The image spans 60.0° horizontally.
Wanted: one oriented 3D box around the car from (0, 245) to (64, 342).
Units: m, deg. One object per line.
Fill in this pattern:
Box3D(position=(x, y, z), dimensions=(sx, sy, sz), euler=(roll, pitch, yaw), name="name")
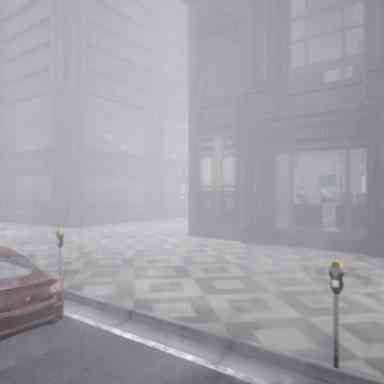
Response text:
Box3D(position=(-3.909, 1.571, 5.751), dimensions=(4.206, 1.307, 1.802), euler=(0, 0, 35), name="car")
